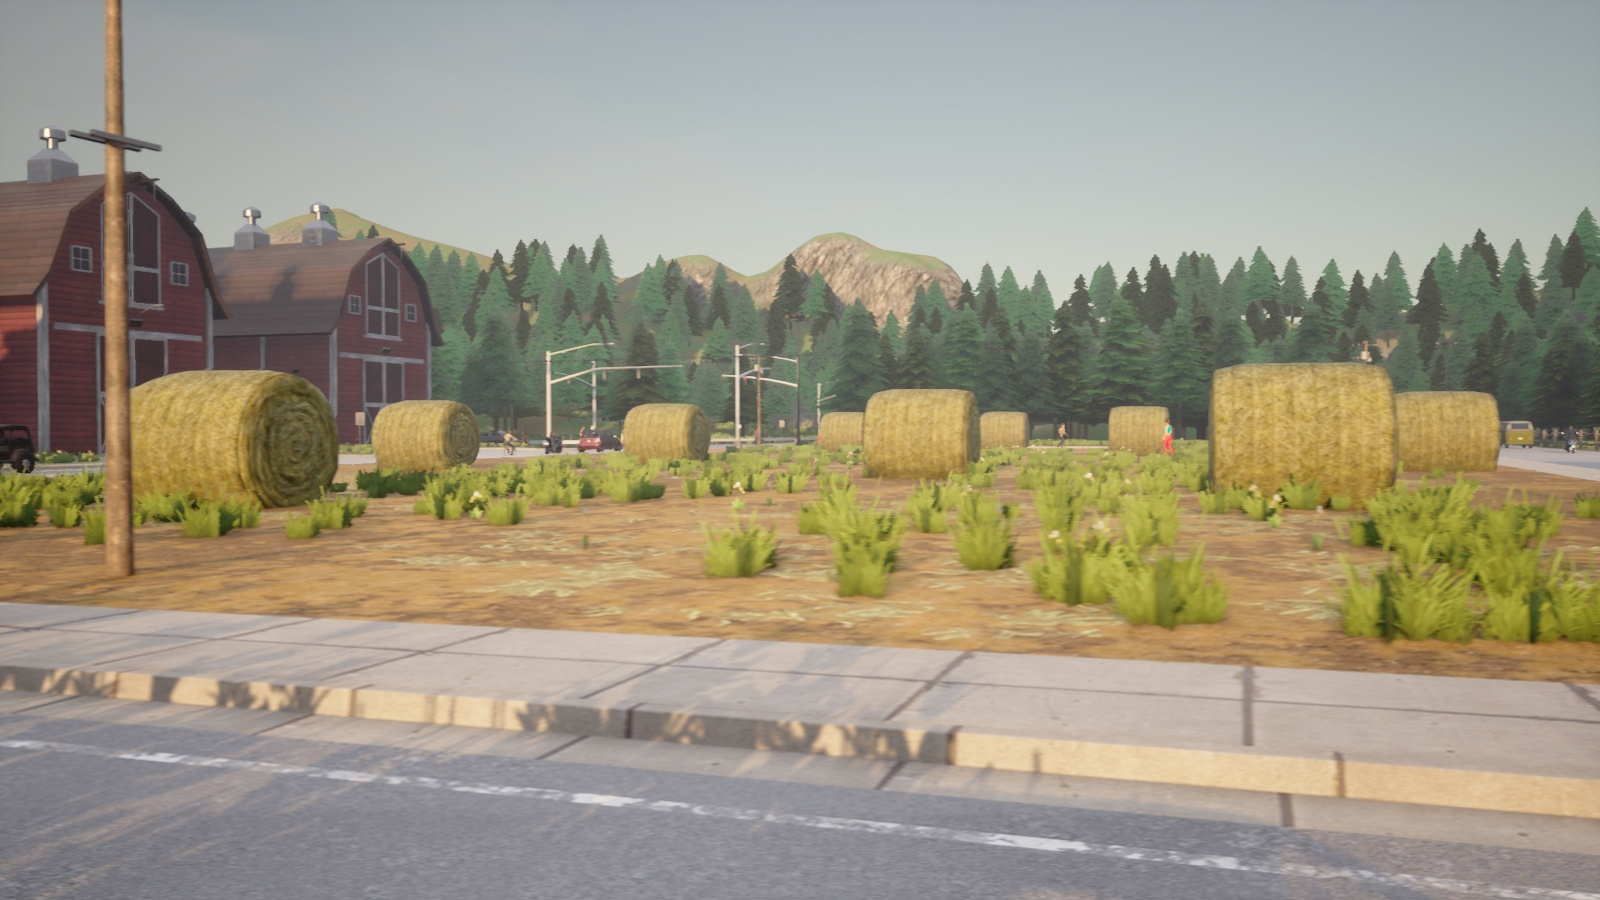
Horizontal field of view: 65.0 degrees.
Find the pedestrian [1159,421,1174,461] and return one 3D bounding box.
[{"bbox_3d":[17.167,-0.427,58.892,0.345,1.836,0.594,0,1,-29],"label":"pedestrian"}]

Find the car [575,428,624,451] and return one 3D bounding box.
[{"bbox_3d":[-14.058,-0.753,88.283,1.851,1.617,3.988,1,1,17],"label":"car"}]

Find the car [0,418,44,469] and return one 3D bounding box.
[{"bbox_3d":[-30.476,-0.243,46.615,1.905,1.878,3.866,0,1,17],"label":"car"}]

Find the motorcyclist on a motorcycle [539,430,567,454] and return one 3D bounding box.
[{"bbox_3d":[-16.070,-0.515,81.721,0.866,1.530,2.191,0,1,17],"label":"motorcyclist on a motorcycle"}]
